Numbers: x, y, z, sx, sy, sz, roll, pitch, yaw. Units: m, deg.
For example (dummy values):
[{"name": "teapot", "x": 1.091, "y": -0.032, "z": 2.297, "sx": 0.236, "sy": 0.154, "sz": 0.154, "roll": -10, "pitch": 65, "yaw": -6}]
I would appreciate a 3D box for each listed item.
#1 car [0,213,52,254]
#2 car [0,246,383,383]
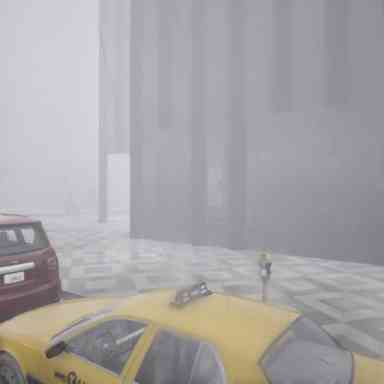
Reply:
[{"name": "car", "x": -4.488, "y": 1.314, "z": 6.174, "sx": 5.009, "sy": 1.841, "sz": 2.192, "roll": 0, "pitch": 0, "yaw": 36}, {"name": "car", "x": -0.214, "y": 1.525, "z": 3.117, "sx": 4.829, "sy": 1.417, "sz": 1.752, "roll": 0, "pitch": 0, "yaw": 36}]
